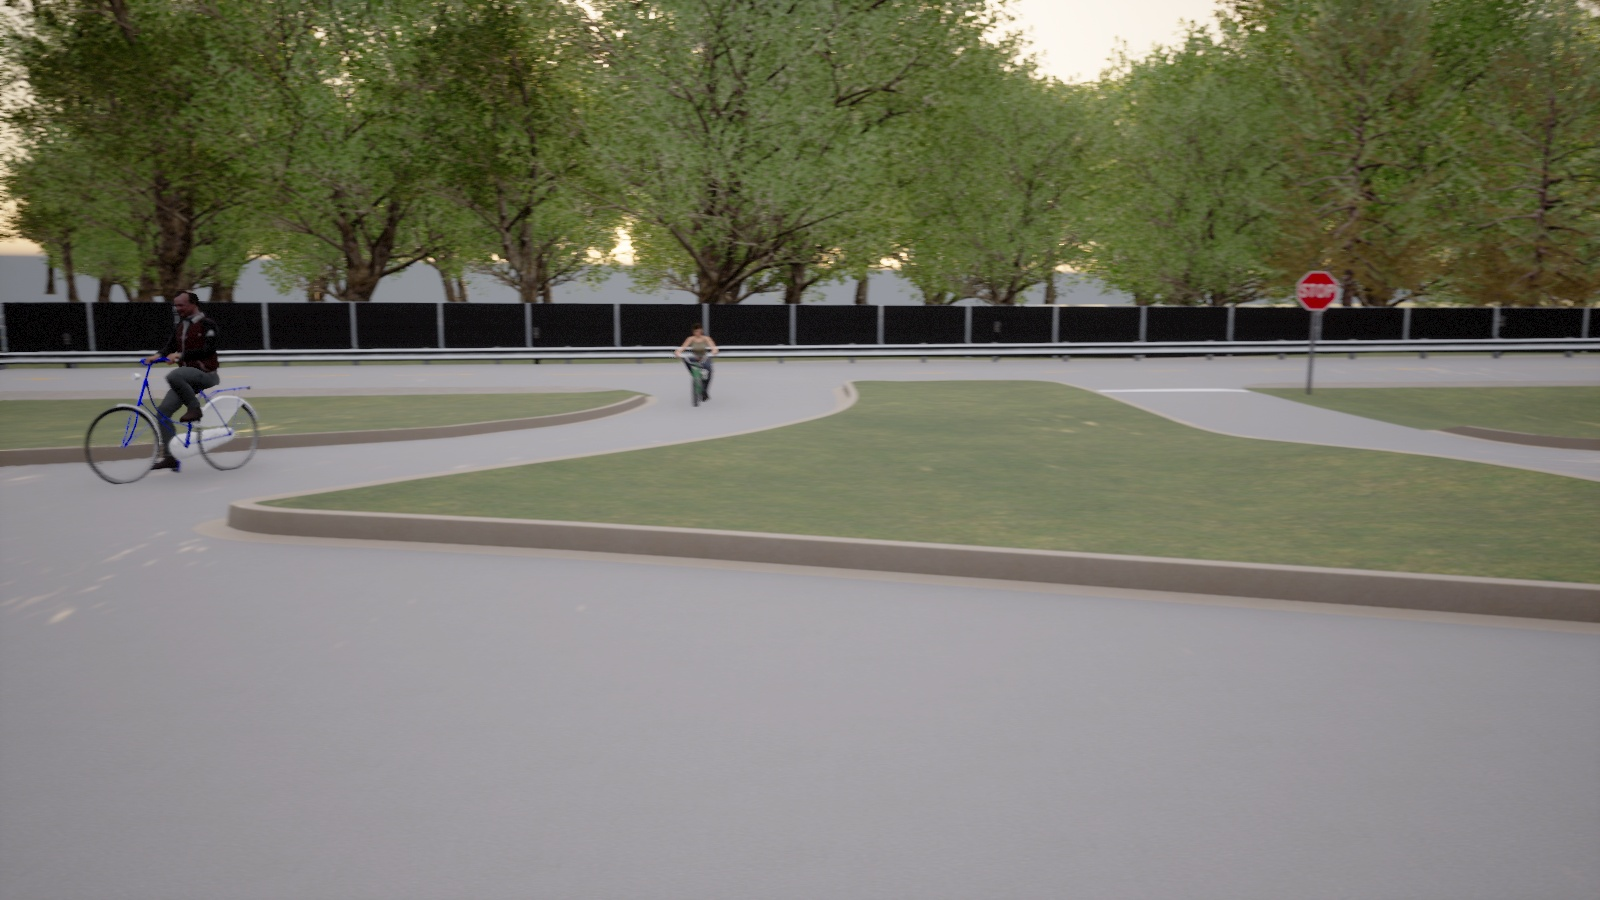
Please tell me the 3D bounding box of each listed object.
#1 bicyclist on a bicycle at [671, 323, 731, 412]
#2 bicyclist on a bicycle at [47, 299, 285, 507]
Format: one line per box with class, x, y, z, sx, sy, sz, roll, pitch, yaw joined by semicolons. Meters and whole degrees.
bicyclist on a bicycle;-1.915;-1.634;24.494;0.866;1.612;1.509;-2;7;4
bicyclist on a bicycle;-5.821;-0.494;11.676;0.659;1.776;1.843;1;6;26
